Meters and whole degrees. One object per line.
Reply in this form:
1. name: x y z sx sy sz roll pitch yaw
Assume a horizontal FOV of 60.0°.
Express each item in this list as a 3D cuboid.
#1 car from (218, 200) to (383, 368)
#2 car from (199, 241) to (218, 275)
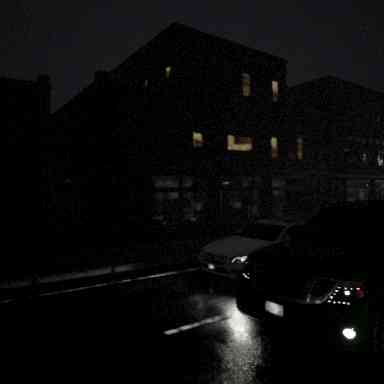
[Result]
1. car: 3.353 1.202 6.078 5.566 2.045 2.150 0 0 -36
2. car: 2.359 1.503 9.344 4.674 1.442 1.812 0 0 -36
